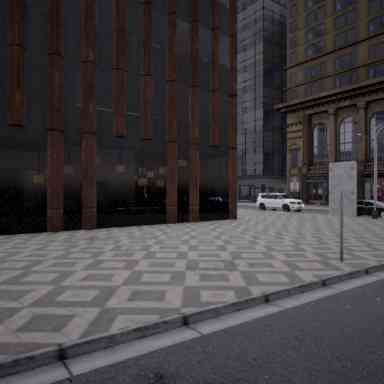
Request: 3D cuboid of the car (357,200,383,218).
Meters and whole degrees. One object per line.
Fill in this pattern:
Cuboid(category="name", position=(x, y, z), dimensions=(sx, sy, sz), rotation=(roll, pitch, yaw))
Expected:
Cuboid(category="car", position=(15.395, 1.454, 28.656), dimensions=(1.837, 1.490, 4.892), rotation=(0, 0, -37))

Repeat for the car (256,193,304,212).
Cuboid(category="car", position=(9.622, 1.143, 36.776), dimensions=(2.150, 2.045, 5.566), rotation=(0, 0, -36))
